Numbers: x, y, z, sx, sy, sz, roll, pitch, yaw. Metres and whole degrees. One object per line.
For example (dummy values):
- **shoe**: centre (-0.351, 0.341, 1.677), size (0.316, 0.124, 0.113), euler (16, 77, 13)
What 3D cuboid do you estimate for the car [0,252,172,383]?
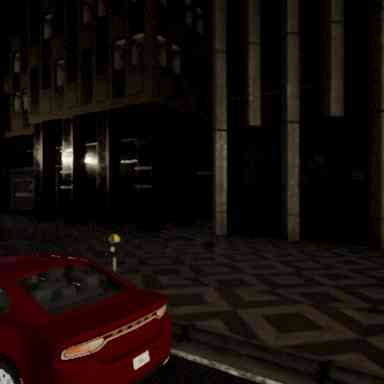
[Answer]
- **car**: centre (-2.372, 1.505, 4.484), size (4.507, 1.381, 1.887), euler (0, 0, 33)
